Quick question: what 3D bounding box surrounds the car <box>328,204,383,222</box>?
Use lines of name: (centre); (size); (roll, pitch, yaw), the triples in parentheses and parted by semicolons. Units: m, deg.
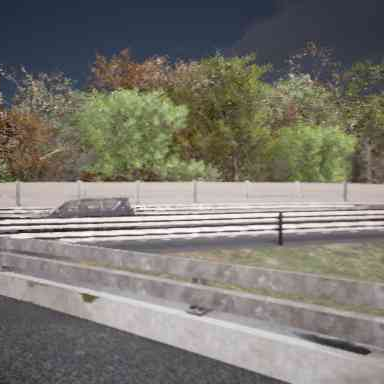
car: (10.794, 1.491, 20.727); (4.674, 1.442, 1.812); (-1, 0, -15)

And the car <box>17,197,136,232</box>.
car: (-5.582, 1.340, 16.620); (5.566, 2.045, 2.150); (-3, 1, -10)
